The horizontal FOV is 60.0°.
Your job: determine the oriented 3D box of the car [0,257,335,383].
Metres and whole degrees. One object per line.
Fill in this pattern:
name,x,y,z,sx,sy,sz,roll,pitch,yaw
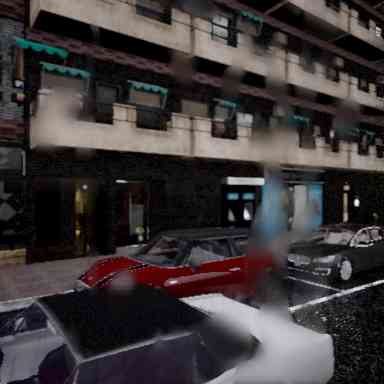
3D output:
car,-0.987,1.605,2.675,4.718,1.301,1.895,0,0,-36

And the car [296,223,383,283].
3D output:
car,4.478,1.617,9.761,4.403,1.369,2.008,1,-1,-36

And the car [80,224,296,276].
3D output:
car,-0.159,1.465,6.453,4.097,1.590,1.967,0,-1,-36
